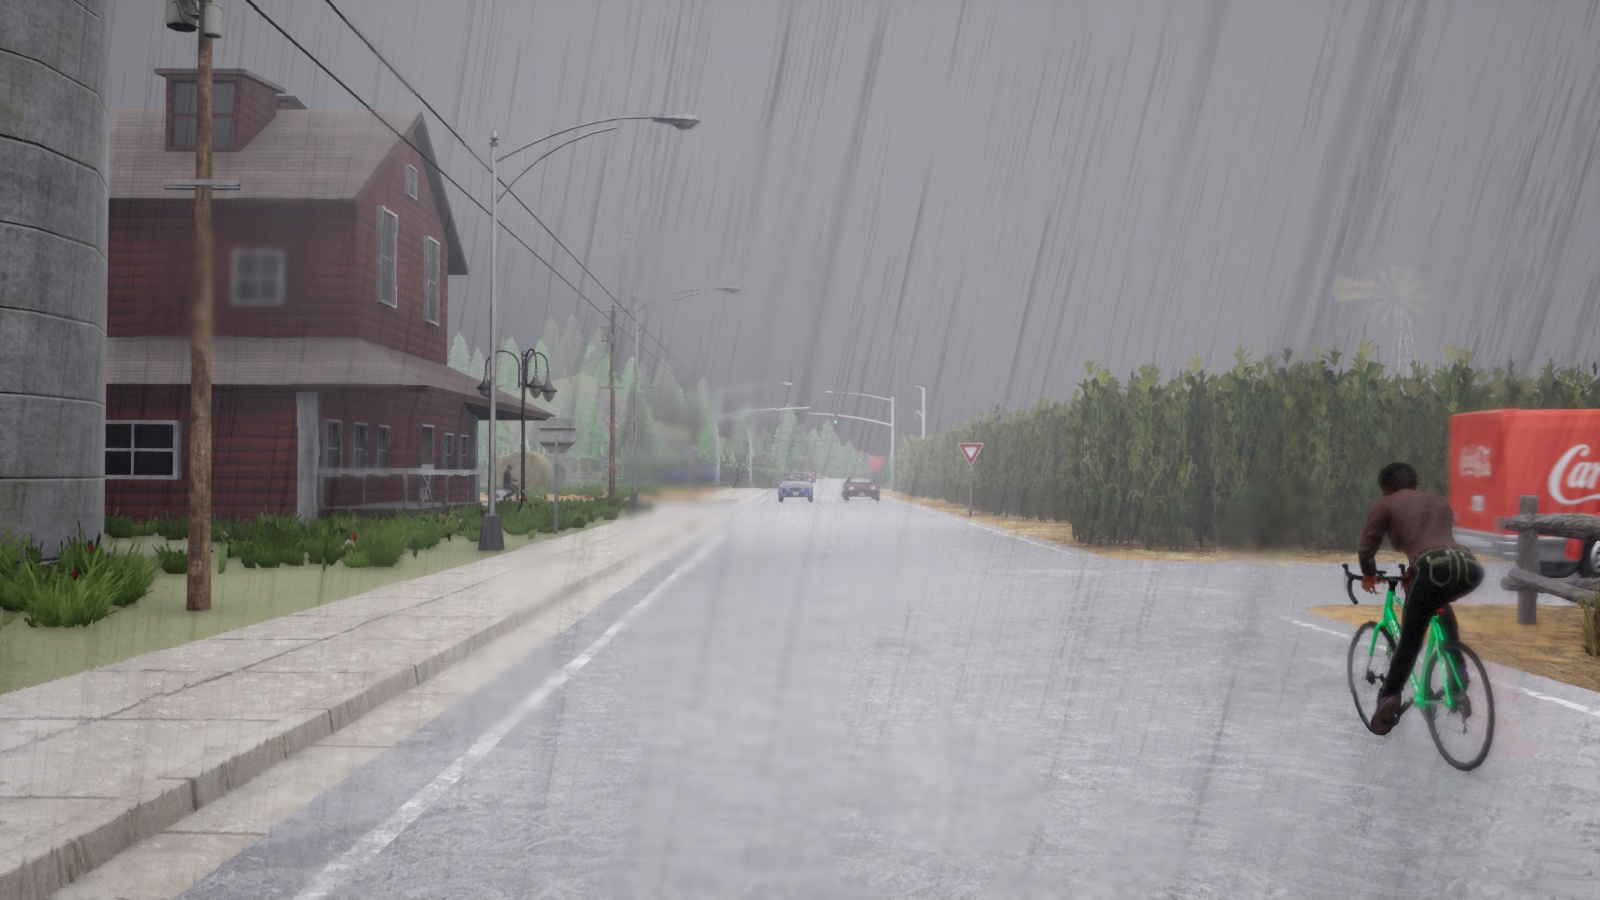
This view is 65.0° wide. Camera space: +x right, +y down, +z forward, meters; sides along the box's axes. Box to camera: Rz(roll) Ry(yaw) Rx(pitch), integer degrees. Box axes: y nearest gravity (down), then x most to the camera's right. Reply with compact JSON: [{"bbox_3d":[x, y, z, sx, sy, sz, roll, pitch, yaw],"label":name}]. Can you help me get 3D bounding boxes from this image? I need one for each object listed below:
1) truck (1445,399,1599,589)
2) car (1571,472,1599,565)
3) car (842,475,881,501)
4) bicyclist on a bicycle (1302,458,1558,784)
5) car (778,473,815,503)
[{"bbox_3d":[12.151,0.570,17.352,5.204,2.467,2.627,0,-1,11],"label":"truck"},{"bbox_3d":[15.334,1.094,20.049,4.892,1.490,1.837,0,-1,0],"label":"car"},{"bbox_3d":[3.289,2.039,67.868,1.895,1.301,4.718,0,-1,0],"label":"car"},{"bbox_3d":[3.476,0.873,7.100,0.582,1.620,1.656,0,-1,0],"label":"bicyclist on a bicycle"},{"bbox_3d":[-0.200,1.903,64.116,1.816,1.474,4.193,0,-1,0],"label":"car"}]
